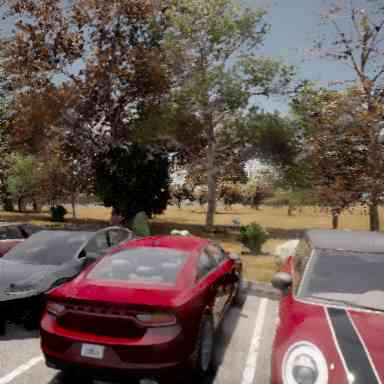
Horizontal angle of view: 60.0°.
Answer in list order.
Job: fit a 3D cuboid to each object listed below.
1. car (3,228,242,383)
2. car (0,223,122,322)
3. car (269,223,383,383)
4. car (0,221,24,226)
[{"bbox_3d":[-0.317,1.494,5.742,2.097,1.535,5.008,0,-1,16],"label":"car"},{"bbox_3d":[-2.707,1.528,7.463,2.163,1.488,4.792,0,-1,17],"label":"car"},{"bbox_3d":[2.102,1.364,4.044,2.185,1.767,4.553,0,-1,16],"label":"car"},{"bbox_3d":[-5.078,1.535,9.292,2.163,1.488,4.792,0,-1,17],"label":"car"}]
